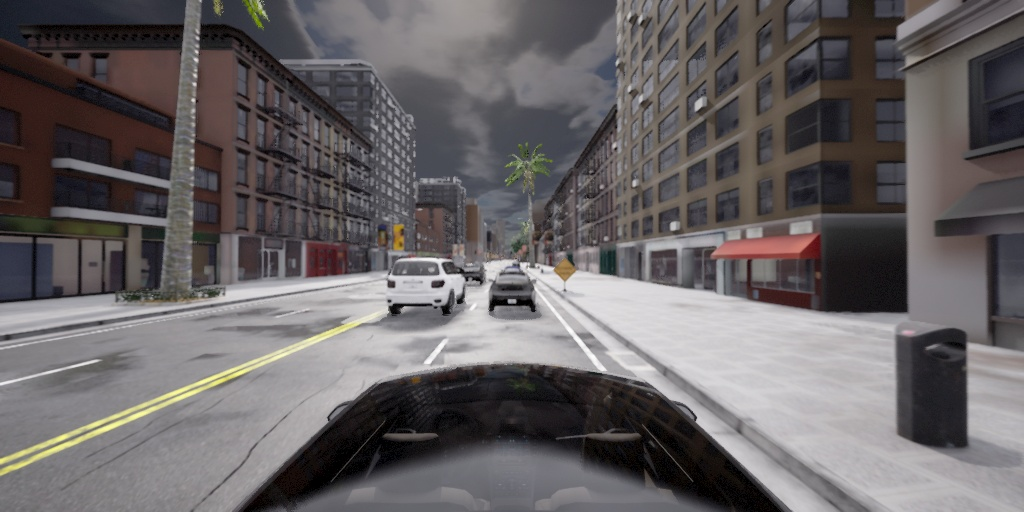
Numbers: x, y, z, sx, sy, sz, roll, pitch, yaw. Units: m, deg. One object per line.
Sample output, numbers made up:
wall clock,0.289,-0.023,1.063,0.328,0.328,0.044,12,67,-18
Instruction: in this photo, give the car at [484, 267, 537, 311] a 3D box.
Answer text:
car,0.022,1.395,15.360,1.837,1.490,4.892,0,0,0

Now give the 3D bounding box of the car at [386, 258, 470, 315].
car,-3.237,1.103,14.429,2.150,2.045,5.566,0,0,0

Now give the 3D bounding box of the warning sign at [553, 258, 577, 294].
warning sign,2.851,1.045,19.337,1.300,1.860,1.060,0,0,0

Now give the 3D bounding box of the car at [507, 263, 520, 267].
car,0.026,1.587,30.754,1.812,1.442,4.674,0,0,0

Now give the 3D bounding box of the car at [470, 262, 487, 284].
car,-3.226,1.564,30.357,1.837,1.490,4.892,0,0,0
